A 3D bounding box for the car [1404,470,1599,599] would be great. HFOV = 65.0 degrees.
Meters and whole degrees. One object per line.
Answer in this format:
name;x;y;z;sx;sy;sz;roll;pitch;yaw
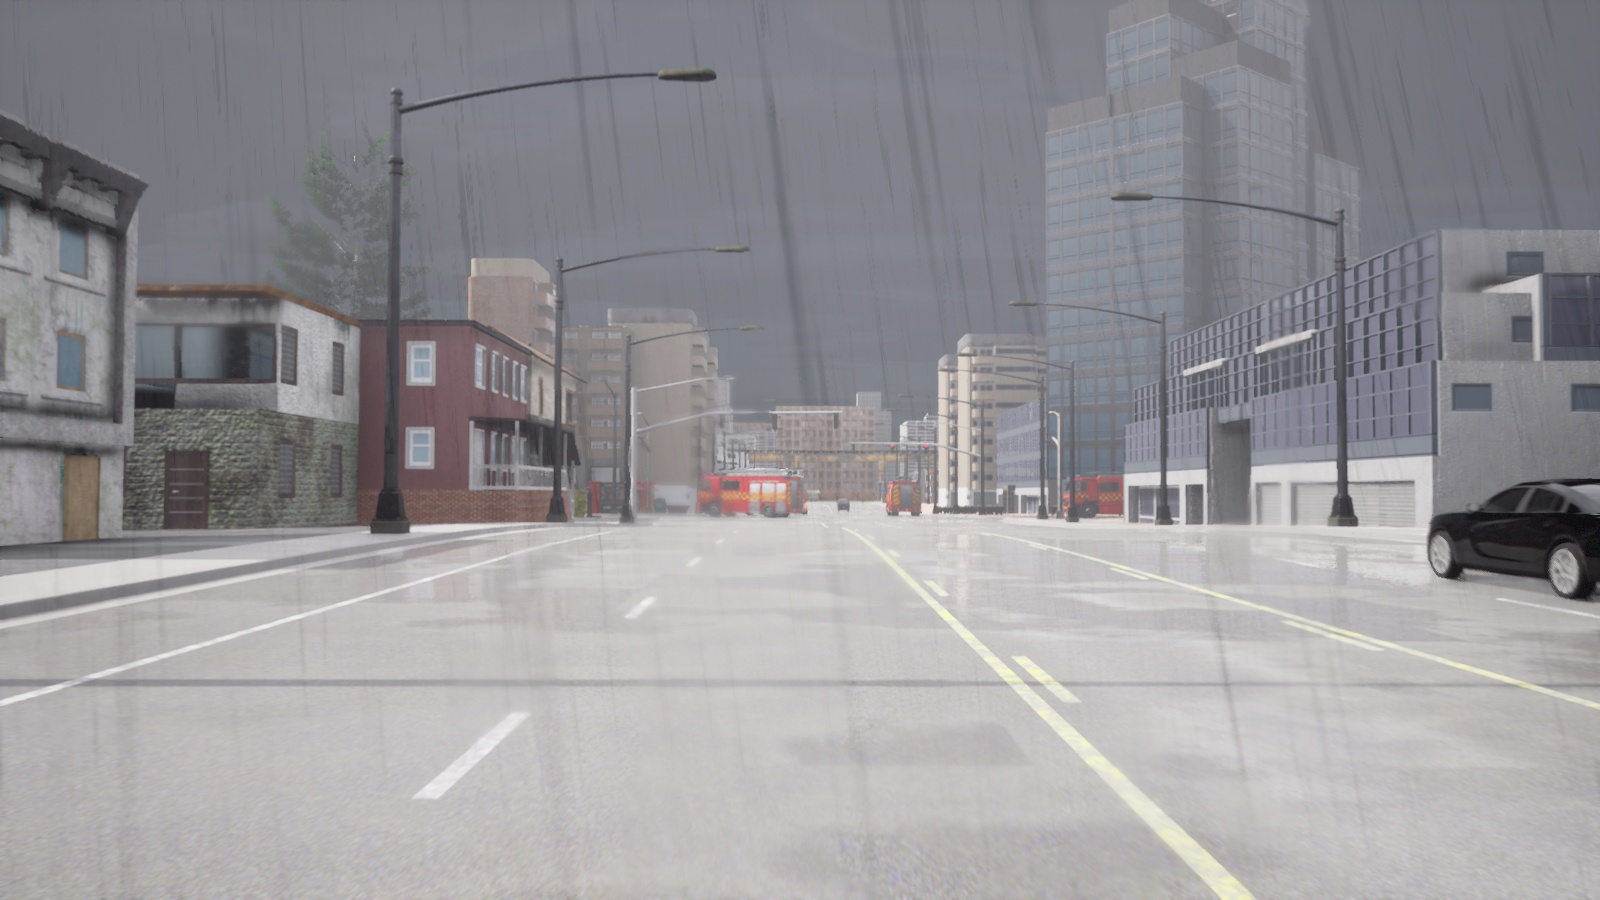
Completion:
car;10.458;1.046;17.251;1.882;1.535;5.008;0;-1;0
